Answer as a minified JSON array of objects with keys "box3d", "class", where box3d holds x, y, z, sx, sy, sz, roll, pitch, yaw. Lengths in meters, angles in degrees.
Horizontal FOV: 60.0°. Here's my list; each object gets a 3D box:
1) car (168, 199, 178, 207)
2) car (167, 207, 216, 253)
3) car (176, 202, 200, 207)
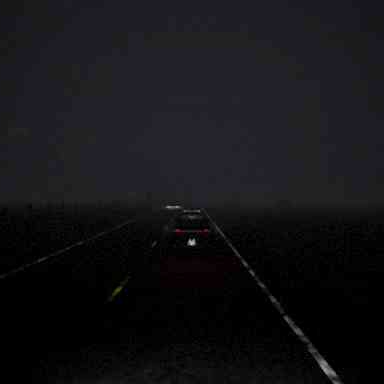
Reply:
[{"box3d":[-3.536,2.162,65.403,1.994,1.385,4.181,0,-1,0],"class":"car"},{"box3d":[-0.003,1.632,14.279,2.128,1.511,4.902,0,0,0],"class":"car"},{"box3d":[-0.011,1.772,29.281,2.128,1.511,4.902,0,0,0],"class":"car"}]
